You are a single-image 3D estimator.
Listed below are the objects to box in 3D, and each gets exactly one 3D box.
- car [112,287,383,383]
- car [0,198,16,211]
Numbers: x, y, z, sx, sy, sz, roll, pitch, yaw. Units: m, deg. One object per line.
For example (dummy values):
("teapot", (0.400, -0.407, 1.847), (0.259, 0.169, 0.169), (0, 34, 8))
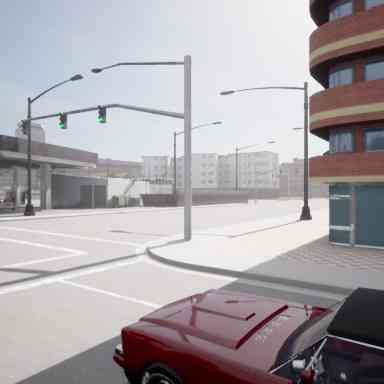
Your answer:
("car", (1.498, 1.601, 2.905), (4.718, 1.301, 1.895), (0, 0, 36))
("car", (-22.368, 1.456, 38.855), (3.806, 1.475, 1.970), (0, 0, 36))
